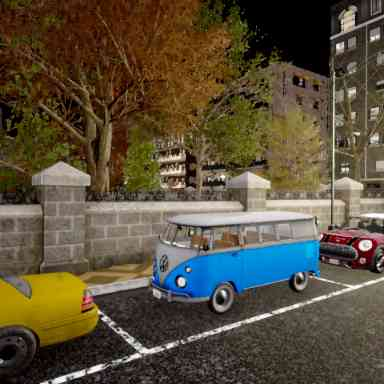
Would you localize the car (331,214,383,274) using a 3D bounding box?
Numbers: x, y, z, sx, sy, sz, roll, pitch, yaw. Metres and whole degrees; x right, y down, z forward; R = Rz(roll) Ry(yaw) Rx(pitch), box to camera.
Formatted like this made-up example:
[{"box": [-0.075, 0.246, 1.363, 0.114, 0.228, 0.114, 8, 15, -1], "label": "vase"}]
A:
[{"box": [5.643, 1.442, 10.563, 4.097, 1.590, 1.967, 0, 1, -35], "label": "car"}]

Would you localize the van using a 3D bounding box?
[{"box": [1.072, 1.342, 7.305, 3.998, 1.788, 1.690, 0, 1, -35], "label": "van"}]

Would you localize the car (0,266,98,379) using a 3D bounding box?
[{"box": [-3.641, 1.525, 3.952, 4.829, 1.417, 1.752, 0, 1, -35], "label": "car"}]
